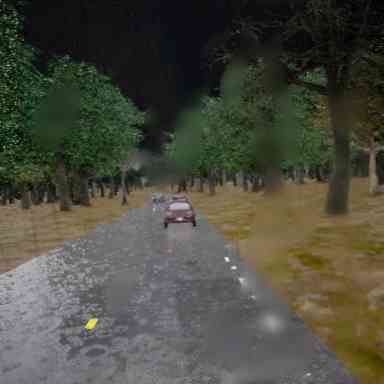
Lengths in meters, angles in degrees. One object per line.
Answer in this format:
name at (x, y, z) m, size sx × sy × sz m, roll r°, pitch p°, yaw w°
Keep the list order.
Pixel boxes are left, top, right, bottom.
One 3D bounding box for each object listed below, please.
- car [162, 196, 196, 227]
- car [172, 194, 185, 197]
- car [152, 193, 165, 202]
car at (-0.750, 1.265, 20.567) m, size 1.812 × 1.442 × 4.674 m, roll -2°, pitch 1°, yaw -2°
car at (-1.489, 0.983, 37.754) m, size 2.128 × 1.511 × 4.902 m, roll -2°, pitch 1°, yaw -2°
car at (-5.465, 0.872, 54.439) m, size 1.837 × 1.490 × 4.892 m, roll -2°, pitch 1°, yaw -4°
